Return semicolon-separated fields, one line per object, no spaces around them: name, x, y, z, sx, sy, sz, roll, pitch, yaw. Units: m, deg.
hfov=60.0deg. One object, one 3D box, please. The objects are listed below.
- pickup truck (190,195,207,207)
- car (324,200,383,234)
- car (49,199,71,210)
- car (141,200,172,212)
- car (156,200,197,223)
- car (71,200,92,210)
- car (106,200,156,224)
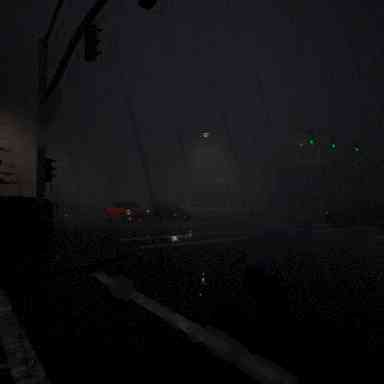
pickup truck;1.108;1.513;58.097;2.390;2.098;6.274;1;0;-6
car;11.477;1.509;21.584;2.150;2.045;5.566;1;-1;-36
car;-18.069;1.649;44.175;1.837;1.490;4.892;1;-1;-36
car;-4.750;1.788;43.848;1.837;1.490;4.892;1;-1;-36
car;-1.945;1.718;27.975;1.812;1.442;4.674;1;0;-36
car;-15.570;1.789;46.690;1.895;1.301;4.718;1;-1;-36
car;-5.121;1.497;26.363;2.097;1.767;4.553;1;-1;-36
